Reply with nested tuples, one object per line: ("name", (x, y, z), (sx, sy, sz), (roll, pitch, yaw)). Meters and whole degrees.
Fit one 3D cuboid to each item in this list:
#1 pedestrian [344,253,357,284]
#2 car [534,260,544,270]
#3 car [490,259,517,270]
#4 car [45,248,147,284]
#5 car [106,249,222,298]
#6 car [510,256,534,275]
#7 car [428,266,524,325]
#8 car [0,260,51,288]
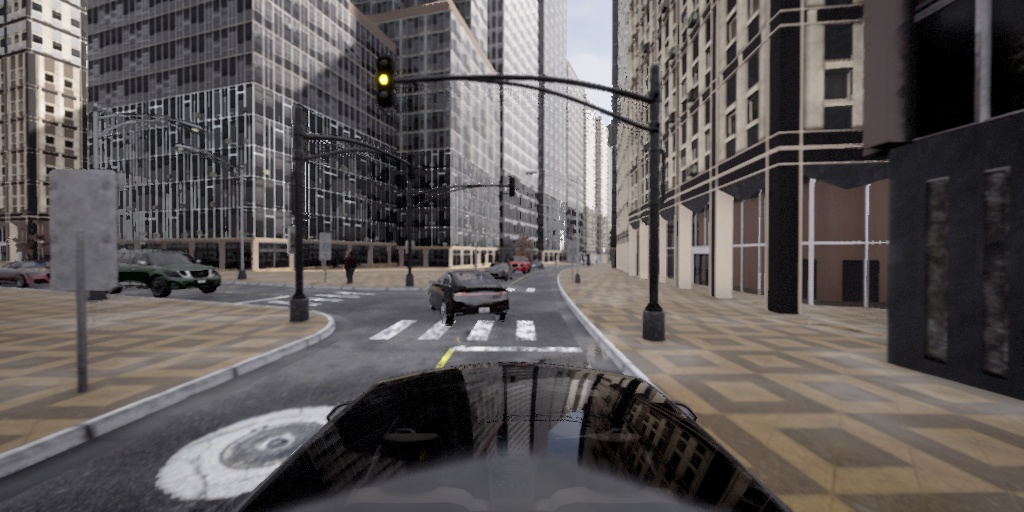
("pedestrian", (-9.424, 0.691, 20.833), (0.375, 1.860, 0.375), (0, 0, 17))
("car", (3.755, 1.345, 55.541), (2.128, 1.511, 4.902), (0, 0, 14))
("car", (-1.026, 1.259, 29.131), (1.837, 1.490, 4.892), (0, 0, 8))
("car", (-26.503, 0.550, 22.891), (5.566, 2.045, 2.150), (1, 1, 17))
("car", (-16.494, 0.744, 16.826), (5.566, 2.045, 2.150), (1, 1, 17))
("car", (0.760, 1.013, 41.139), (2.150, 2.045, 5.566), (0, 0, 10))
("car", (-1.609, 1.228, 11.910), (2.128, 1.511, 4.902), (0, 0, -21))
("car", (-26.170, 0.939, 19.706), (4.181, 1.385, 1.994), (1, 1, 16))
